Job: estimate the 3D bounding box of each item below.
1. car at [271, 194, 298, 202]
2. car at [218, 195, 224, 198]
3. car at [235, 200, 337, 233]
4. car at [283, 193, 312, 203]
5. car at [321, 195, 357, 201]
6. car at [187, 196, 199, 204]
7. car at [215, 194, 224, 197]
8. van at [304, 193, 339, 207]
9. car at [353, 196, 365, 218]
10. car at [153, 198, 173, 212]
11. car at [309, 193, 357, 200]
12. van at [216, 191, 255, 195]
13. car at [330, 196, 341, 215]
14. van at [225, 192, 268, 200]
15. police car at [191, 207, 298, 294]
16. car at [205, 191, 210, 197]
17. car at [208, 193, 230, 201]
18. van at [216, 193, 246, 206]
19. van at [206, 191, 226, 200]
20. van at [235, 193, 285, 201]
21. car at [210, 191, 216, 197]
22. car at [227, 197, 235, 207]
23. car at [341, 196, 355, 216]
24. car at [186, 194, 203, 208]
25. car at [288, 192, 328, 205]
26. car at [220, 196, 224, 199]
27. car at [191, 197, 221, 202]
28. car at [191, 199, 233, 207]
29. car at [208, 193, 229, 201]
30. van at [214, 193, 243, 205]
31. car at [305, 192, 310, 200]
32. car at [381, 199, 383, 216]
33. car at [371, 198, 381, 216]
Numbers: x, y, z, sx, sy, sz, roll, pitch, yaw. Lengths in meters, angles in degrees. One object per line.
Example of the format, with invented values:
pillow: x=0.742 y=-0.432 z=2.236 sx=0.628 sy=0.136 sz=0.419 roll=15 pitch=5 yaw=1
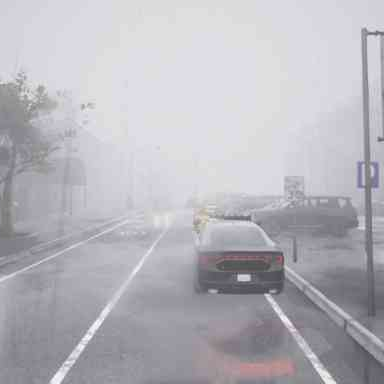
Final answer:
car: x=18.901 y=1.188 z=68.323 sx=4.892 sy=1.521 sz=2.231 roll=0 pitch=1 yaw=0
car: x=5.789 y=1.466 z=39.927 sx=4.674 sy=1.452 sz=2.002 roll=0 pitch=0 yaw=0
car: x=5.591 y=1.466 z=20.298 sx=5.366 sy=1.575 sz=1.946 roll=0 pitch=0 yaw=0
car: x=18.919 y=1.136 z=59.995 sx=4.553 sy=1.767 sz=2.185 roll=0 pitch=1 yaw=0
car: x=18.901 y=1.452 z=40.565 sx=4.792 sy=1.488 sz=2.163 roll=0 pitch=0 yaw=0
car: x=0.128 y=1.354 z=58.654 sx=1.994 sy=1.385 sz=4.181 roll=0 pitch=0 yaw=0
car: x=5.801 y=1.409 z=42.730 sx=4.892 sy=1.521 sz=2.231 roll=0 pitch=0 yaw=0
van: x=18.996 y=1.134 z=48.891 sx=4.442 sy=1.987 sz=1.878 roll=0 pitch=1 yaw=0
car: x=18.860 y=1.455 z=32.233 sx=5.008 sy=1.535 sz=2.097 roll=0 pitch=0 yaw=0
car: x=-3.169 y=1.416 z=36.955 sx=2.128 sy=1.511 sz=4.902 roll=0 pitch=0 yaw=0
car: x=18.846 y=1.153 z=43.338 sx=5.566 sy=2.045 sz=2.435 roll=0 pitch=0 yaw=0
van: x=5.913 y=1.163 z=45.536 sx=4.442 sy=1.987 sz=1.878 roll=0 pitch=0 yaw=0
car: x=18.840 y=1.469 z=37.782 sx=4.792 sy=1.488 sz=2.163 roll=0 pitch=0 yaw=0
van: x=5.669 y=1.230 z=31.514 sx=4.442 sy=1.987 sz=1.878 roll=0 pitch=0 yaw=0
police car: x=0.994 y=1.422 z=8.904 sx=1.930 sy=1.638 sz=5.238 roll=0 pitch=0 yaw=0
car: x=5.784 y=0.963 z=65.156 sx=5.566 sy=2.045 sz=2.435 roll=0 pitch=1 yaw=0
car: x=5.786 y=1.039 z=70.764 sx=4.553 sy=1.767 sz=2.185 roll=0 pitch=1 yaw=0
van: x=5.918 y=1.114 z=51.140 sx=4.442 sy=1.987 sz=1.878 roll=0 pitch=1 yaw=0
van: x=5.707 y=0.864 z=79.172 sx=4.442 sy=1.987 sz=1.878 roll=0 pitch=1 yaw=0
van: x=5.897 y=1.238 z=25.903 sx=4.442 sy=1.987 sz=1.878 roll=0 pitch=0 yaw=0
car: x=5.771 y=1.113 z=48.336 sx=5.566 sy=2.045 sz=2.435 roll=0 pitch=1 yaw=0
car: x=5.778 y=1.460 z=28.707 sx=5.008 sy=1.535 sz=2.097 roll=0 pitch=0 yaw=0
car: x=19.052 y=1.444 z=35.010 sx=5.366 sy=1.575 sz=1.946 roll=0 pitch=0 yaw=0
car: x=0.111 y=1.429 z=45.236 sx=2.033 sy=1.411 sz=5.357 roll=0 pitch=0 yaw=0
car: x=18.912 y=1.059 z=54.441 sx=5.566 sy=2.045 sz=2.435 roll=0 pitch=1 yaw=0
car: x=5.819 y=1.470 z=37.119 sx=4.792 sy=1.488 sz=2.163 roll=0 pitch=0 yaw=0
car: x=1.030 y=1.424 z=25.005 sx=1.801 sy=1.575 sz=5.366 roll=0 pitch=0 yaw=0
car: x=1.016 y=1.438 z=18.998 sx=1.801 sy=1.575 sz=5.366 roll=0 pitch=0 yaw=0
car: x=5.788 y=1.014 z=73.567 sx=4.553 sy=1.767 sz=2.185 roll=0 pitch=1 yaw=0
van: x=5.920 y=1.089 z=53.944 sx=4.442 sy=1.987 sz=1.878 roll=0 pitch=1 yaw=0
car: x=18.905 y=1.134 z=46.115 sx=5.566 sy=2.045 sz=2.435 roll=0 pitch=1 yaw=0
car: x=18.832 y=1.212 z=26.680 sx=5.566 sy=2.045 sz=2.435 roll=0 pitch=0 yaw=0
car: x=18.857 y=1.462 z=29.455 sx=4.892 sy=1.521 sz=2.231 roll=0 pitch=0 yaw=0
